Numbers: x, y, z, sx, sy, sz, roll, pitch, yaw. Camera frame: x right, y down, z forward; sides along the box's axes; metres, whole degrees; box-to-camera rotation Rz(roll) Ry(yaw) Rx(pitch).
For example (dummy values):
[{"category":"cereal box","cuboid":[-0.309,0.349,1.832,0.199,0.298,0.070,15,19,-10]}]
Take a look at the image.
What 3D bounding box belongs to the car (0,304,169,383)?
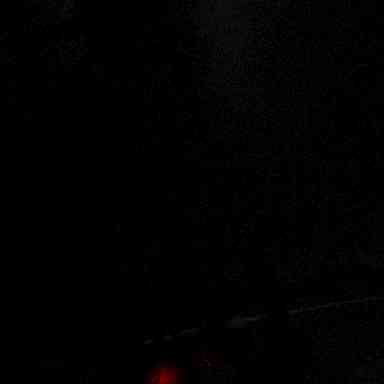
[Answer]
[{"category":"car","cuboid":[-2.173,1.578,2.051,4.181,1.385,1.994,-1,0,-32]}]
